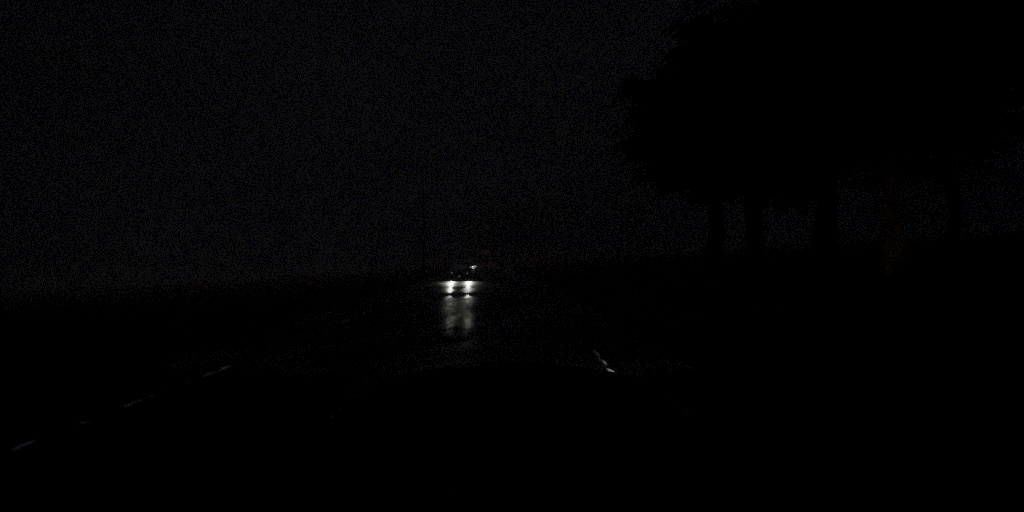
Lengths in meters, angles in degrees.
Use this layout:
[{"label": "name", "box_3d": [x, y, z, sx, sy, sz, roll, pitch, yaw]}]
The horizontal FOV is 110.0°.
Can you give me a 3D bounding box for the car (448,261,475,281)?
[{"label": "car", "box_3d": [-4.557, 1.446, 32.444, 1.812, 1.442, 4.674, 0, 0, -3]}]
